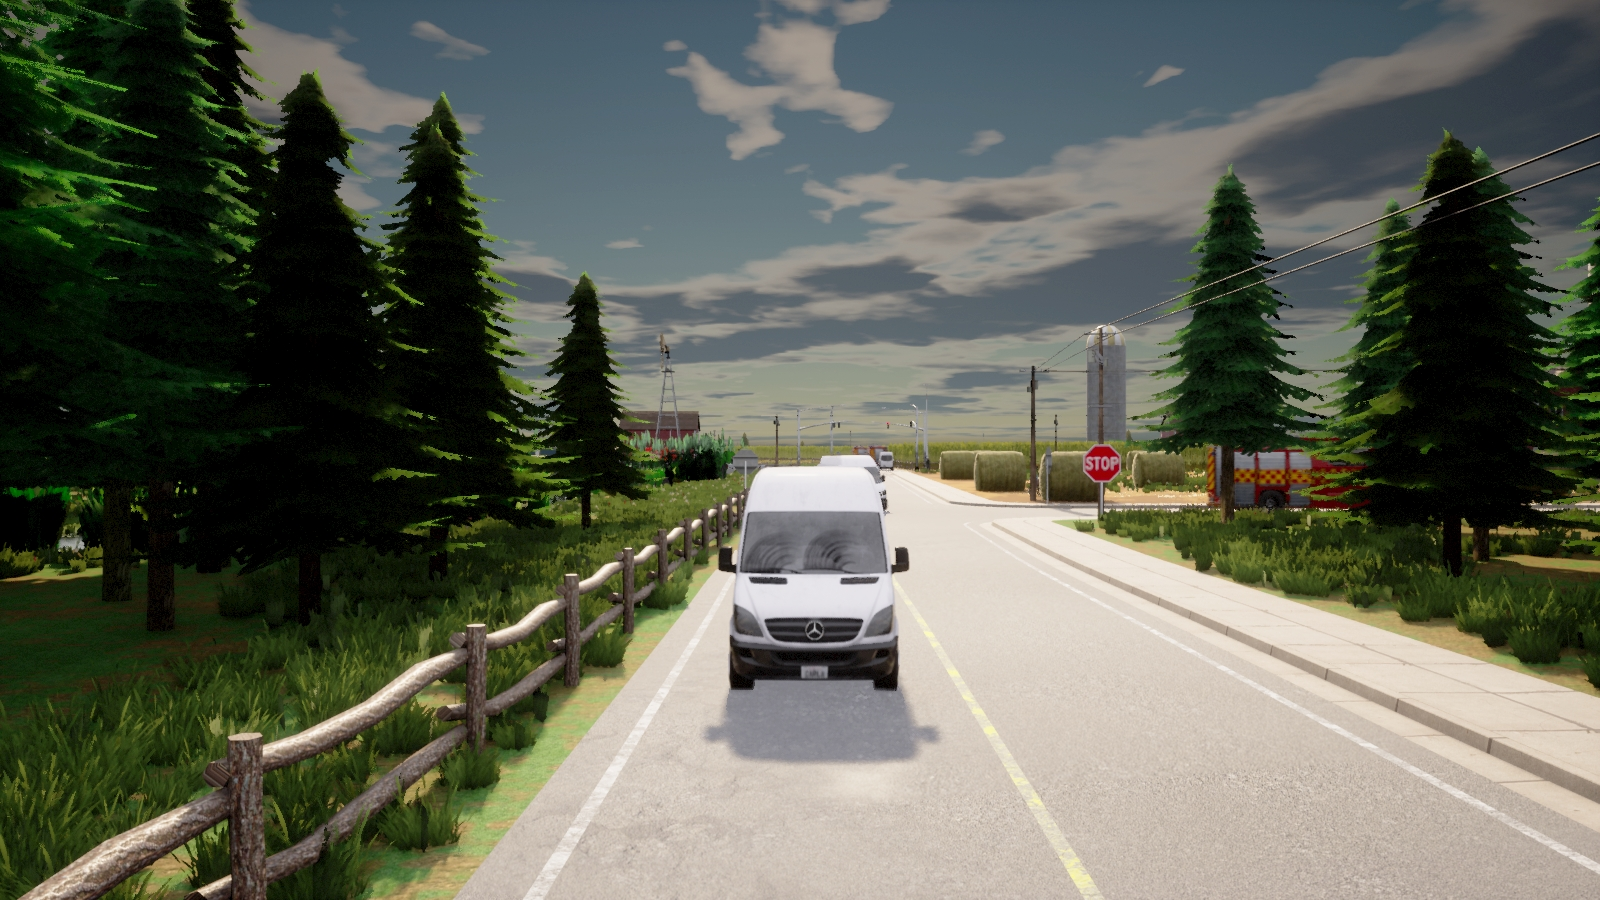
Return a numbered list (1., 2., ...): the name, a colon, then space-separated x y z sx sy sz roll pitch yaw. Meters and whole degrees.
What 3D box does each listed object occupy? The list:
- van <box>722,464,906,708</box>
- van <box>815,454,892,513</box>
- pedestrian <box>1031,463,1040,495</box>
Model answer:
1. van: 0.181 1.508 15.332 1.988 2.561 5.915 0 0 1
2. van: 2.432 1.507 53.692 1.988 2.561 5.915 -1 0 -14
3. pedestrian: 13.743 1.672 66.642 0.375 1.860 0.375 0 0 -32
